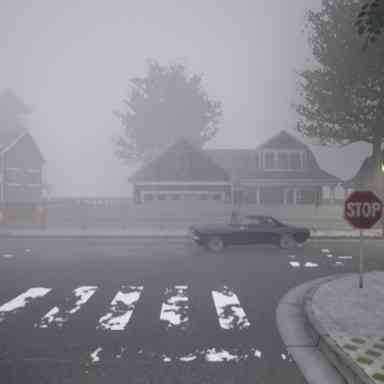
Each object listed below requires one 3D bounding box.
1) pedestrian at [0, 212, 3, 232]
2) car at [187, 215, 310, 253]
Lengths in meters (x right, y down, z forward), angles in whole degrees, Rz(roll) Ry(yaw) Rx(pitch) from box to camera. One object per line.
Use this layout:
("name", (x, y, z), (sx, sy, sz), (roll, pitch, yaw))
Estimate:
("pedestrian", (-9.775, 1.357, 16.783), (0.375, 1.300, 0.375), (0, 0, -1))
("car", (2.200, 1.617, 13.553), (4.718, 1.301, 1.895), (0, 0, -11))
